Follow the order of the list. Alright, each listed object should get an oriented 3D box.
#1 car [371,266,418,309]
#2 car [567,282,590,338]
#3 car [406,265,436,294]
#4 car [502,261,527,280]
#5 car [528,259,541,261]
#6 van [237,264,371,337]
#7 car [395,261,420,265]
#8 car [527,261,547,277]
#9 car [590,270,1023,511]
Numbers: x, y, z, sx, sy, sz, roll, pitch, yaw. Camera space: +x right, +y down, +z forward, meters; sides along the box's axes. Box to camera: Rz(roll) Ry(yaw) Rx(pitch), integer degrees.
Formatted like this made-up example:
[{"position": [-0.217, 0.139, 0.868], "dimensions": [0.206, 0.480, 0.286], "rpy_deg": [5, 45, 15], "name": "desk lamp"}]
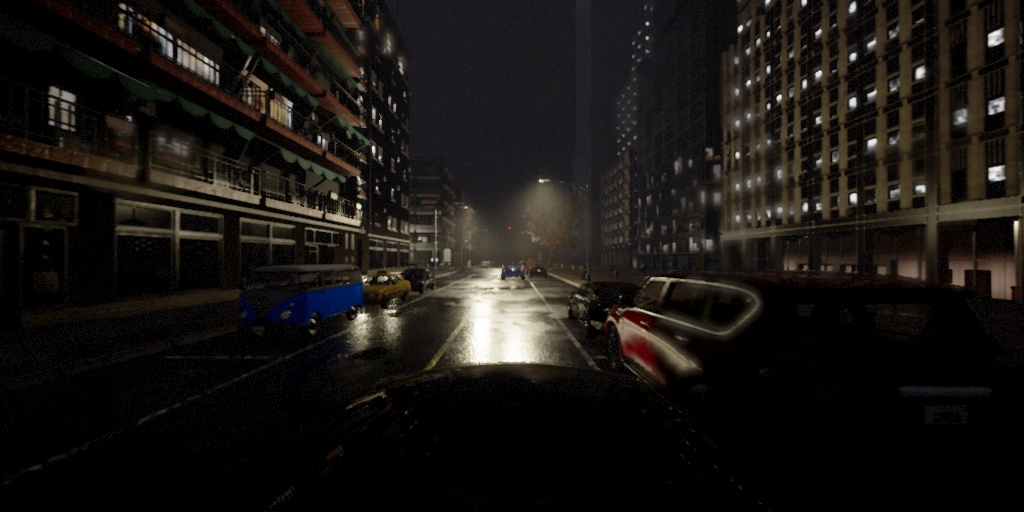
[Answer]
[{"position": [-5.692, 1.347, 15.478], "dimensions": [1.751, 1.417, 4.829], "rpy_deg": [0, 0, 0], "name": "car"}, {"position": [2.690, 1.358, 10.126], "dimensions": [1.948, 1.339, 4.313], "rpy_deg": [0, 0, 0], "name": "car"}, {"position": [-5.693, 1.418, 21.170], "dimensions": [1.948, 1.339, 4.313], "rpy_deg": [0, 0, 0], "name": "car"}, {"position": [0.093, 1.281, 34.373], "dimensions": [2.097, 1.767, 4.553], "rpy_deg": [0, 0, 0], "name": "car"}, {"position": [2.684, 1.294, 43.263], "dimensions": [2.192, 1.841, 5.009], "rpy_deg": [0, 0, 0], "name": "car"}, {"position": [-5.691, 1.134, 10.125], "dimensions": [1.690, 1.789, 3.998], "rpy_deg": [0, 0, 0], "name": "van"}, {"position": [-16.445, 1.397, 56.232], "dimensions": [4.403, 1.370, 2.007], "rpy_deg": [0, 0, -1], "name": "car"}, {"position": [2.685, 1.513, 37.740], "dimensions": [1.948, 1.339, 4.313], "rpy_deg": [0, 0, 0], "name": "car"}, {"position": [2.691, 1.079, 4.604], "dimensions": [2.192, 1.841, 5.009], "rpy_deg": [0, 0, 0], "name": "car"}]
